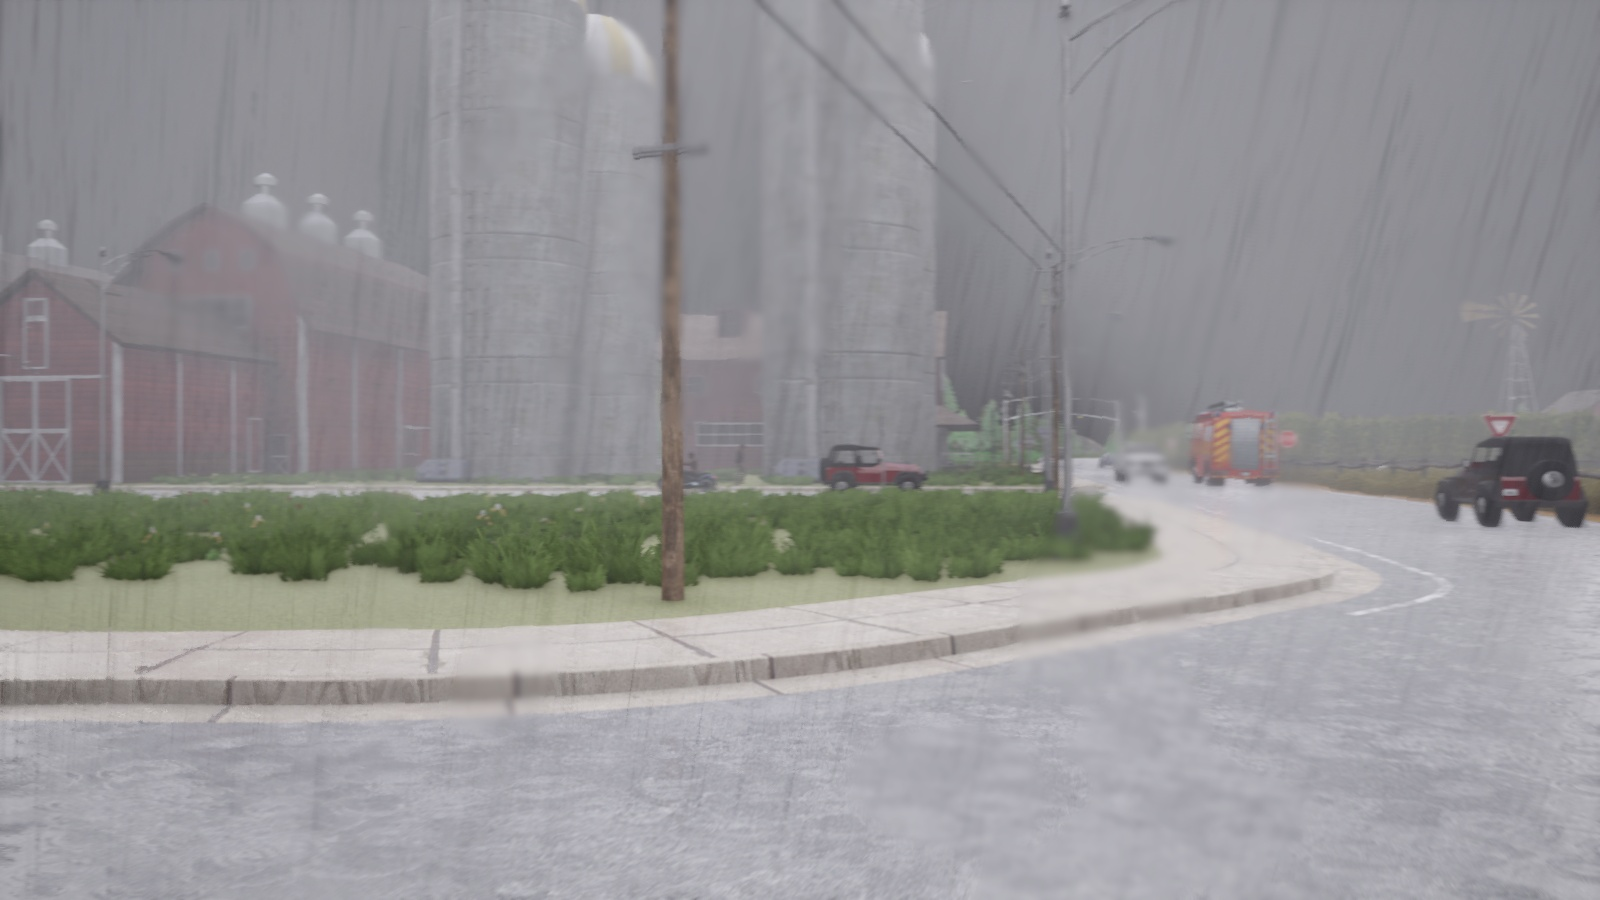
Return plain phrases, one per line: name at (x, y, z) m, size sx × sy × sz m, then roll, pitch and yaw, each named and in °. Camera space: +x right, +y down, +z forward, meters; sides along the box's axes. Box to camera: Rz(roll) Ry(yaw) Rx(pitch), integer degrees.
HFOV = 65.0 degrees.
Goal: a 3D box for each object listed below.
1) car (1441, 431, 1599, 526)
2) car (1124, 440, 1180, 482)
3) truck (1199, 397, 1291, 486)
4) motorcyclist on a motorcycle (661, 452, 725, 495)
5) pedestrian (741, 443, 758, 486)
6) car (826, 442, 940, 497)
car at (15.374, 0.572, 26.816) m, size 1.905 × 1.878 × 3.866 m, roll 0°, pitch 0°, yaw 9°
car at (18.002, 0.558, 64.477) m, size 2.150 × 2.045 × 5.566 m, roll 0°, pitch 0°, yaw 9°
truck at (20.627, -0.354, 58.617) m, size 2.891 × 3.827 × 8.468 m, roll 0°, pitch 0°, yaw 12°
motorcyclist on a motorcycle at (-4.175, 0.906, 49.020) m, size 2.350 × 1.649 × 0.766 m, roll -1°, pitch 0°, yaw 8°
pedestrian at (-2.153, 0.608, 53.904) m, size 0.703 × 1.840 × 0.431 m, roll 0°, pitch 0°, yaw -3°
car at (2.964, 0.693, 44.416) m, size 3.866 × 1.878 × 1.905 m, roll 0°, pitch 0°, yaw 8°
